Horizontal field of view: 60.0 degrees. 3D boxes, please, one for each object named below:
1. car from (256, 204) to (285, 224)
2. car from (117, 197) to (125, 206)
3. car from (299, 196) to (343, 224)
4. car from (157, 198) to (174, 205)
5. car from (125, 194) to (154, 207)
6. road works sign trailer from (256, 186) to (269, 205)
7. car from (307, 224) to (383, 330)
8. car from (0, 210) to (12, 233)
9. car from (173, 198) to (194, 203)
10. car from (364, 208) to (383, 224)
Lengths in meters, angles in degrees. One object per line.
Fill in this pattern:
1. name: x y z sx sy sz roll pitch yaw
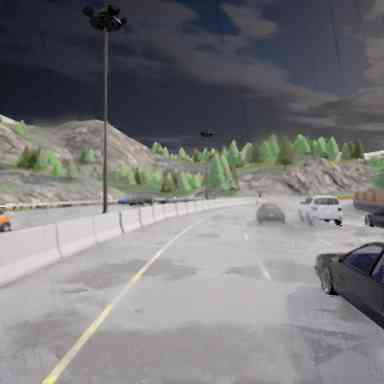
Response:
1. car: 6.040 1.634 25.768 1.994 1.385 4.181 0 0 10
2. car: -11.083 1.556 57.359 1.882 1.535 5.008 0 0 19
3. car: 9.312 1.300 24.335 2.150 2.045 5.566 0 0 10
4. car: -3.981 1.646 56.452 2.033 1.411 5.357 0 0 20
5. car: -8.285 1.303 54.782 2.150 2.045 5.566 0 0 19
6. road works sign trailer: 13.364 0.630 62.318 2.380 3.560 2.880 0 0 26
7. car: 3.781 1.571 5.663 2.033 1.411 5.357 0 0 3
8. car: -9.824 1.349 14.034 2.097 1.767 4.553 0 0 5
9. car: -0.884 1.706 54.763 1.895 1.301 4.718 0 0 20
10. car: 12.118 1.626 19.822 2.033 1.411 5.357 0 0 8
